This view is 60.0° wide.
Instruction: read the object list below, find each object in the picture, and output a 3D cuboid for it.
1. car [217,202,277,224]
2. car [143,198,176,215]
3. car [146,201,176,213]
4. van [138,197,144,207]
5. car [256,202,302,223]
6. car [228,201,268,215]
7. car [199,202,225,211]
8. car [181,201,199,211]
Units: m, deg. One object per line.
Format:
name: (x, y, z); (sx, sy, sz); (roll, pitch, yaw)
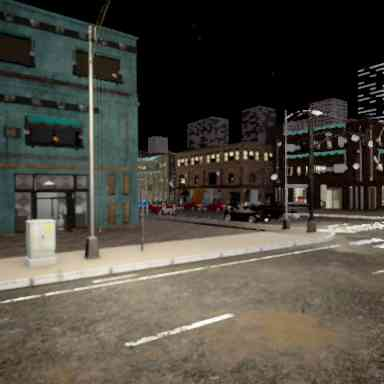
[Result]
car: (4.441, 1.811, 27.267); (1.947, 1.339, 4.313); (-2, 0, -35)
car: (-3.515, 1.842, 38.639); (1.967, 1.590, 4.097); (-1, 0, -35)
car: (-4.219, 1.956, 44.137); (1.812, 1.442, 4.674); (-1, 0, -36)
van: (-9.542, 1.901, 61.535); (1.690, 1.788, 3.998); (-1, 0, -35)
car: (7.073, 1.735, 28.298); (1.812, 1.442, 4.674); (-1, 0, -34)
car: (6.523, 1.805, 38.996); (2.008, 1.369, 4.403); (-2, 0, -35)
car: (3.311, 1.899, 43.504); (1.802, 1.307, 4.206); (-2, 0, -35)
car: (0.100, 1.961, 48.011); (1.802, 1.307, 4.206); (-2, 0, -35)
